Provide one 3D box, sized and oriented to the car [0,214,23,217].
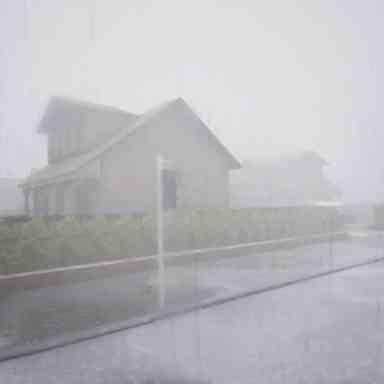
[{"bbox_3d":[-12.665,2.258,22.282,3.633,1.501,1.845,1,-3,-41],"label":"car"}]
